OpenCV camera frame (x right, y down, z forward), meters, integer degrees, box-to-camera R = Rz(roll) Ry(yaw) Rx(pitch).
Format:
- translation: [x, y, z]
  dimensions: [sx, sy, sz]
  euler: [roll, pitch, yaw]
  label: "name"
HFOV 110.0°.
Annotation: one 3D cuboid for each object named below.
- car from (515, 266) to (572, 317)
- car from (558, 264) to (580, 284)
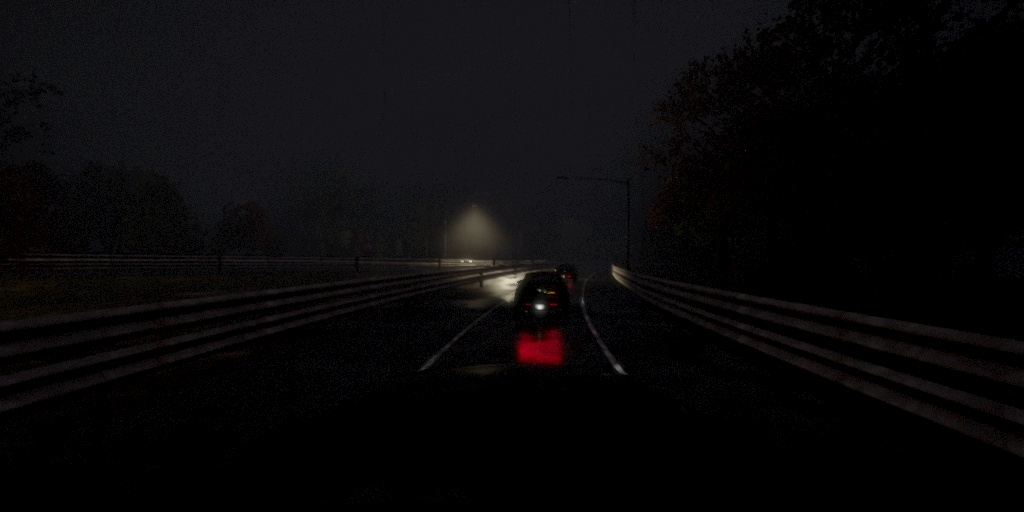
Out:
- translation: [1.236, 1.334, 13.651]
  dimensions: [1.837, 1.490, 4.892]
  euler: [0, 0, 8]
  label: "car"
- translation: [4.678, 1.448, 30.881]
  dimensions: [1.837, 1.490, 4.892]
  euler: [0, 0, 13]
  label: "car"
